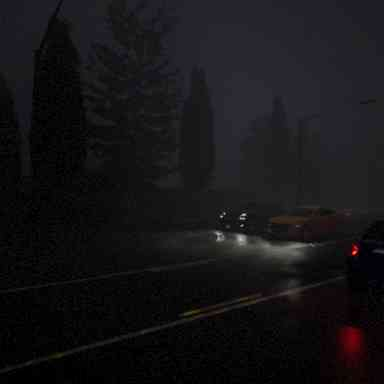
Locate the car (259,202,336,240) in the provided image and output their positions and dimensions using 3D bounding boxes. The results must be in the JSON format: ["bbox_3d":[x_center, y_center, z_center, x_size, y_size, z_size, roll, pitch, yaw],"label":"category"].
[{"bbox_3d":[5.976,1.465,17.093,5.008,1.535,1.882,0,0,-38],"label":"car"}]

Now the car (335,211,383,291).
[{"bbox_3d":[5.670,1.347,7.816,4.553,1.767,2.097,0,0,-36],"label":"car"}]

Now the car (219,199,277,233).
[{"bbox_3d":[3.764,1.337,19.818,4.553,1.767,2.097,0,0,-38],"label":"car"}]
